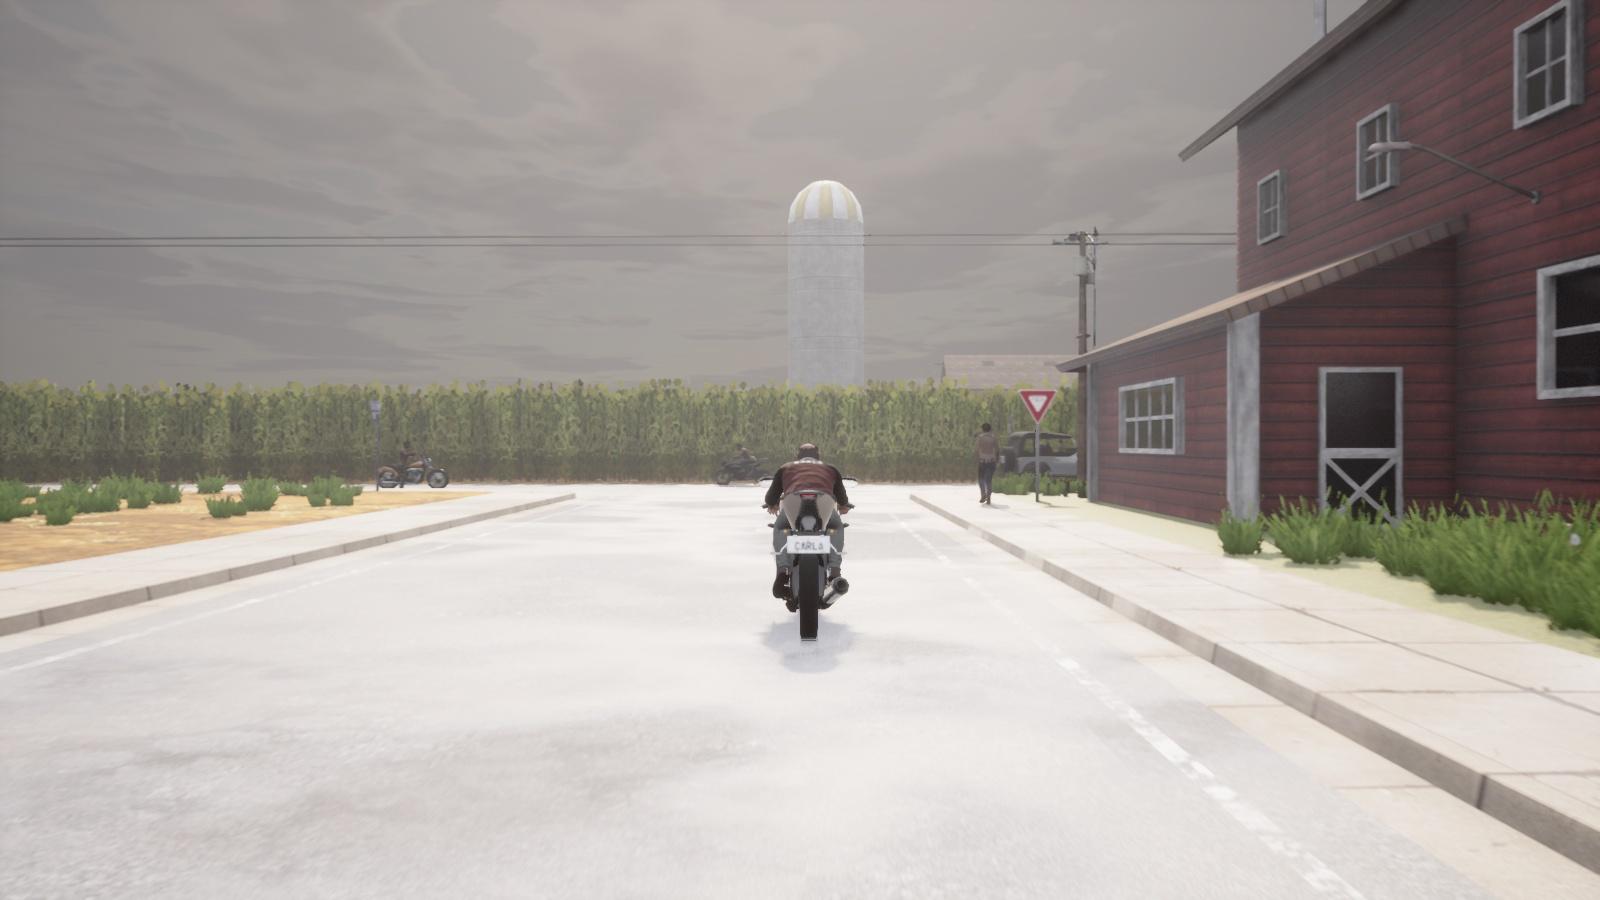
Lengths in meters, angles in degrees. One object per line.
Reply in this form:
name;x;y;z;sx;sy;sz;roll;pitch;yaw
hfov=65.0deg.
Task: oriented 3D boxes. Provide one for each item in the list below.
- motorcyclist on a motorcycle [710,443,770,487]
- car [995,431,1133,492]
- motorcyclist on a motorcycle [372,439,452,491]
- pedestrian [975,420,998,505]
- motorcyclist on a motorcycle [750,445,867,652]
motorcyclist on a motorcycle;-2.087;0.507;43.933;2.044;1.523;0.797;0;0;1
car;8.339;0.352;39.826;3.866;1.878;1.905;0;0;-8
motorcyclist on a motorcycle;-12.546;0.485;40.644;2.350;1.649;0.766;0;0;1
pedestrian;4.025;0.259;27.124;0.328;1.805;0.869;0;0;-2
motorcyclist on a motorcycle;0.070;0.723;10.400;0.866;1.530;2.191;0;0;0
